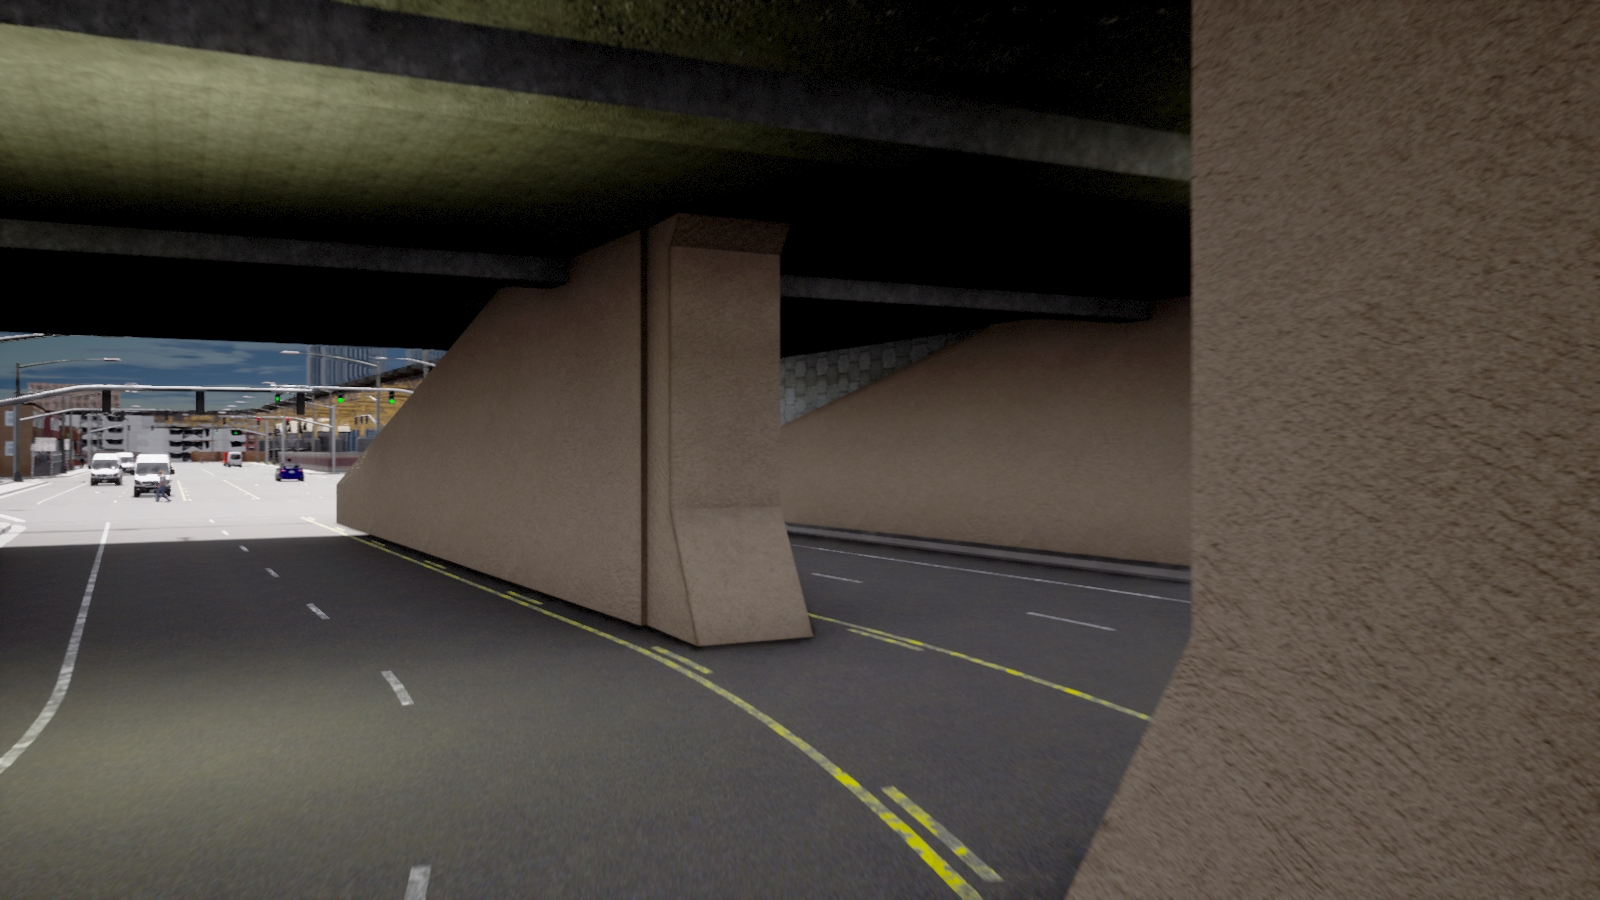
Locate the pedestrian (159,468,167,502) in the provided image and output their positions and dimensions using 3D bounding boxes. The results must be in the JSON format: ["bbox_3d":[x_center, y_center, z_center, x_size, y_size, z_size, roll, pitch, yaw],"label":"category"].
[{"bbox_3d":[-34.467,1.887,61.841,0.375,1.860,0.375,0,0,-32],"label":"pedestrian"}]
